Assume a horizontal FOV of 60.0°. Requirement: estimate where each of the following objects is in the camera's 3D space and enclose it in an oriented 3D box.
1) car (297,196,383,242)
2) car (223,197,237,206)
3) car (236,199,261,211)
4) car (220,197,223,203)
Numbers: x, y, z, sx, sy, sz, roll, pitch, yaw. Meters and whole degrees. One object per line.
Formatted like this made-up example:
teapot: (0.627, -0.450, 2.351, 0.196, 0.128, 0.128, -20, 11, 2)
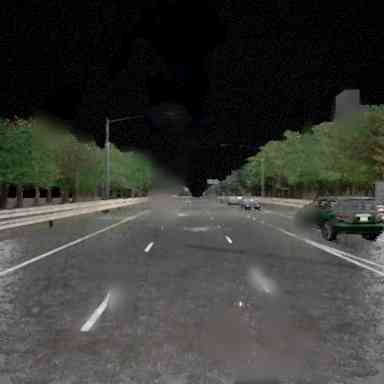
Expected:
car: (7.125, 1.233, 16.650, 2.150, 2.045, 5.566, 0, 0, -2)
car: (7.054, 1.654, 57.421, 1.994, 1.385, 4.181, 0, 0, 0)
car: (7.008, 1.623, 40.570, 1.895, 1.301, 4.718, 0, 0, 0)
car: (7.119, 1.732, 72.353, 2.128, 1.511, 4.902, 0, -1, 0)
